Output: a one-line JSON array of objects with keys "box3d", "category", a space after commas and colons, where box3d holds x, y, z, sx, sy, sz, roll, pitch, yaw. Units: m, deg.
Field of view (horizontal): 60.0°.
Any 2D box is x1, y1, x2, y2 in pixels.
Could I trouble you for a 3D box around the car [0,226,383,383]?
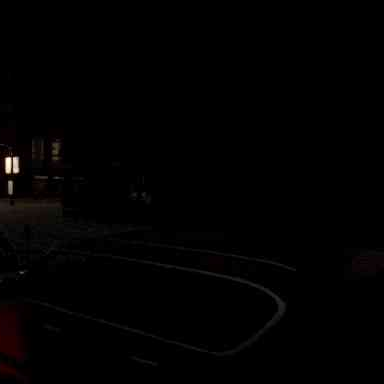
[{"box3d": [-0.514, 1.305, 3.446, 5.009, 1.841, 2.192, 0, 1, 36], "category": "car"}]
